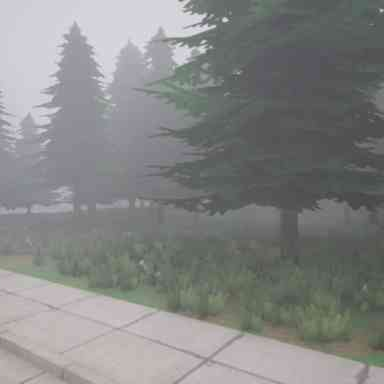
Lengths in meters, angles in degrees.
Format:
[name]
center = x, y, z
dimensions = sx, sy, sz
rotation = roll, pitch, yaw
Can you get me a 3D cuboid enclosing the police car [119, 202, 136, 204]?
[police car]
center = -11.536, 1.775, 54.093
dimensions = 2.038, 1.542, 4.974
rotation = -1, 0, 36
